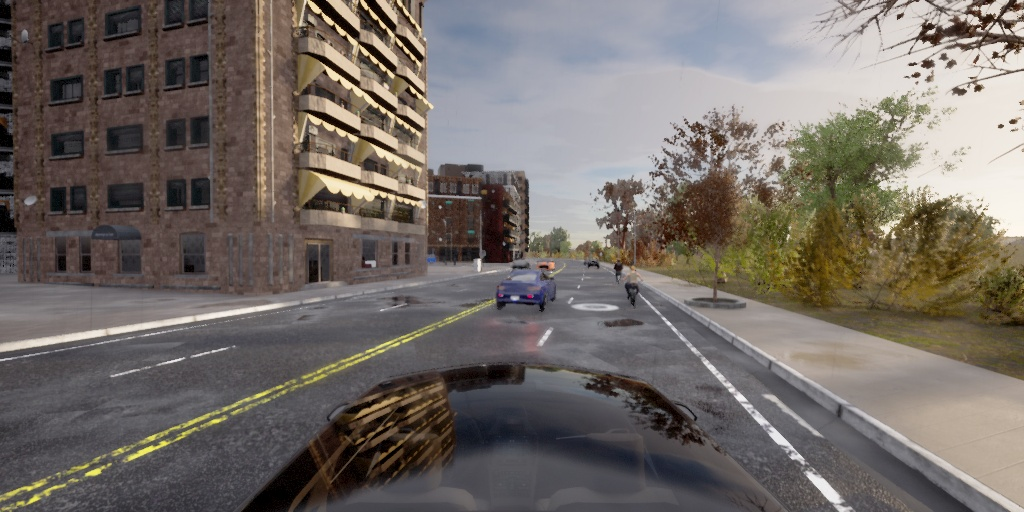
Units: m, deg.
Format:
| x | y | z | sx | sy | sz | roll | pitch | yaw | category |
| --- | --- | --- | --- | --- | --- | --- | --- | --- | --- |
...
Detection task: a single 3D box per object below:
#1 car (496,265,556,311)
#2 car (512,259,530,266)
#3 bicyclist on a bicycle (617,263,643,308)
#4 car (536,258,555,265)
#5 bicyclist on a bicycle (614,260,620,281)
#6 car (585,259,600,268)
| x | y | z | sx | sy | sz | roll | pitch | yaw | category |
| --- | --- | --- | --- | --- | --- | --- | --- | --- | --- |
| 0.668 | 1.271 | 14.540 | 1.812 | 1.442 | 4.674 | 0 | 0 | 14 | car |
| 1.248 | 1.211 | 47.782 | 1.882 | 1.535 | 5.008 | 0 | 0 | 12 | car |
| 4.746 | 1.181 | 14.109 | 0.866 | 1.612 | 1.509 | 0 | 0 | 14 | bicyclist on a bicycle |
| 4.427 | 1.082 | 47.180 | 2.097 | 1.767 | 4.553 | 0 | 0 | 12 | car |
| 7.019 | 1.111 | 23.681 | 0.659 | 1.776 | 1.843 | 0 | 0 | 13 | bicyclist on a bicycle |
| 13.699 | 1.217 | 60.559 | 1.837 | 1.490 | 4.892 | 0 | 0 | 10 | car |
